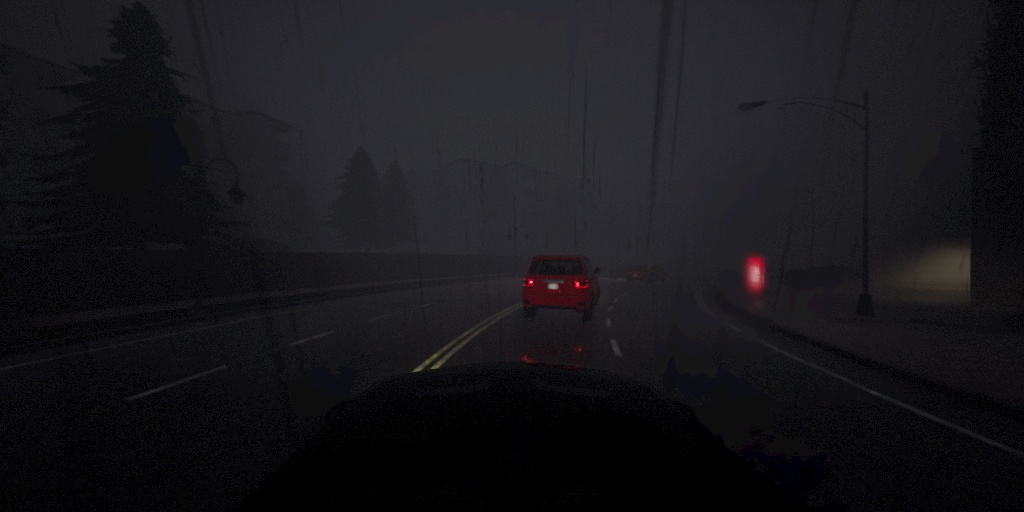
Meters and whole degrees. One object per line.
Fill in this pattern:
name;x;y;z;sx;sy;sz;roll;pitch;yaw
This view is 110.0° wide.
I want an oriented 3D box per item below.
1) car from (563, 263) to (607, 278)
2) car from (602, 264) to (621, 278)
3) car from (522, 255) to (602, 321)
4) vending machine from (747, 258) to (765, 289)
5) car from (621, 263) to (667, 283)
car;7.338;1.408;35.667;4.718;1.301;1.895;1;0;-44
car;10.904;1.411;34.210;4.181;1.385;1.994;1;0;-43
car;1.931;0.984;12.971;2.150;2.045;5.566;0;0;16
vending machine;15.073;1.098;22.144;1.100;2.100;0.880;0;0;38
car;10.966;1.330;29.063;1.882;1.535;5.008;0;0;41
